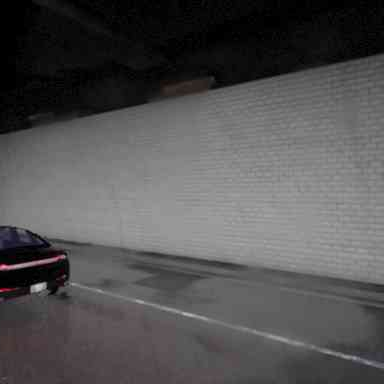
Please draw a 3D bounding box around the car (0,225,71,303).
[{"bbox_3d":[-4.715,1.493,7.359,4.902,1.511,2.128,0,0,36],"label":"car"}]
